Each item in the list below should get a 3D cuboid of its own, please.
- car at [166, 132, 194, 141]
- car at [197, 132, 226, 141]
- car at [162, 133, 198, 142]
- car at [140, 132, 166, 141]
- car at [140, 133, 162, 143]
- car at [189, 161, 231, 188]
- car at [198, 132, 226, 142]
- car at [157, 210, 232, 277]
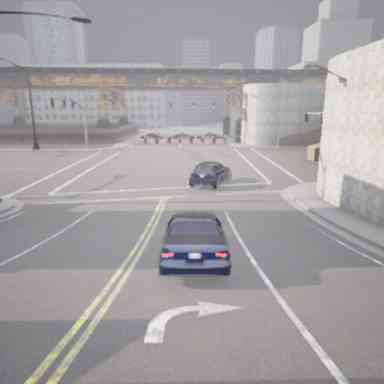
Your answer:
[{"bbox_3d":[-1.958,-9.432,56.704,4.536,1.218,1.853,-10,17,-35],"label":"car"},{"bbox_3d":[3.328,-9.611,57.426,4.536,1.218,1.853,8,16,28],"label":"car"},{"bbox_3d":[-1.999,-9.272,56.713,4.974,1.542,2.038,-10,17,-35],"label":"car"},{"bbox_3d":[-6.645,-9.439,56.732,4.536,1.218,1.853,13,19,42],"label":"car"},{"bbox_3d":[-6.607,-9.278,56.735,4.974,1.542,2.038,13,19,42],"label":"car"},{"bbox_3d":[1.489,-1.566,25.292,2.097,1.767,4.553,6,15,21],"label":"car"},{"bbox_3d":[3.373,-9.452,57.440,4.974,1.542,2.038,8,16,28],"label":"car"},{"bbox_3d":[0.066,1.261,9.863,2.033,1.411,5.357,0,5,0],"label":"car"}]
